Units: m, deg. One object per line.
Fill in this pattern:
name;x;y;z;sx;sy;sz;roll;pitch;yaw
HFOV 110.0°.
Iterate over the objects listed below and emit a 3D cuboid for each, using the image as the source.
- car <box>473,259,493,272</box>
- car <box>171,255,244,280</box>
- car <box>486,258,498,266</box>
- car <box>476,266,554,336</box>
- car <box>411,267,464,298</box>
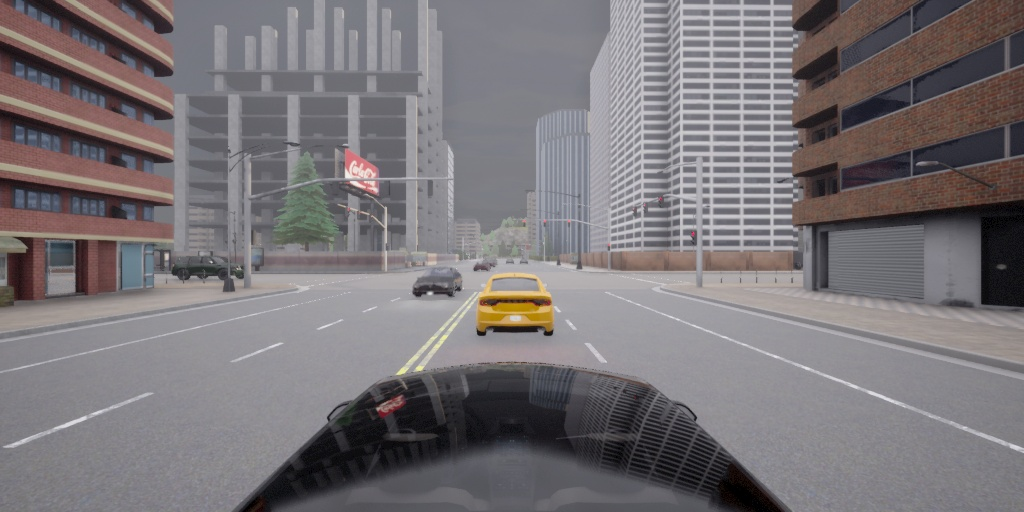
car;-3.838;1.351;45.479;1.895;1.301;4.718;0;0;0
car;-25.310;0.972;30.256;5.566;2.045;2.150;0;0;-1
car;-3.902;1.103;60.020;2.097;1.767;4.553;0;0;0
car;0.063;1.228;10.429;1.882;1.535;5.008;0;0;0
car;-3.688;1.297;18.767;2.033;1.411;5.357;0;0;0
